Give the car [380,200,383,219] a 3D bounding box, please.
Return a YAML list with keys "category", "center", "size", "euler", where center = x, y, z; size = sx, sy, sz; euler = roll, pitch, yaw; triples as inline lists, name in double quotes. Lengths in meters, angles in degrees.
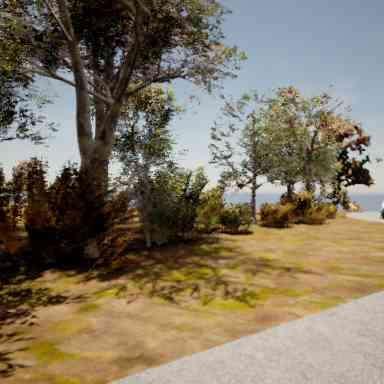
- category: "car"
  center: [19.188, 1.559, 29.767]
  size: [2.150, 2.045, 5.566]
  euler: [0, 0, 0]
